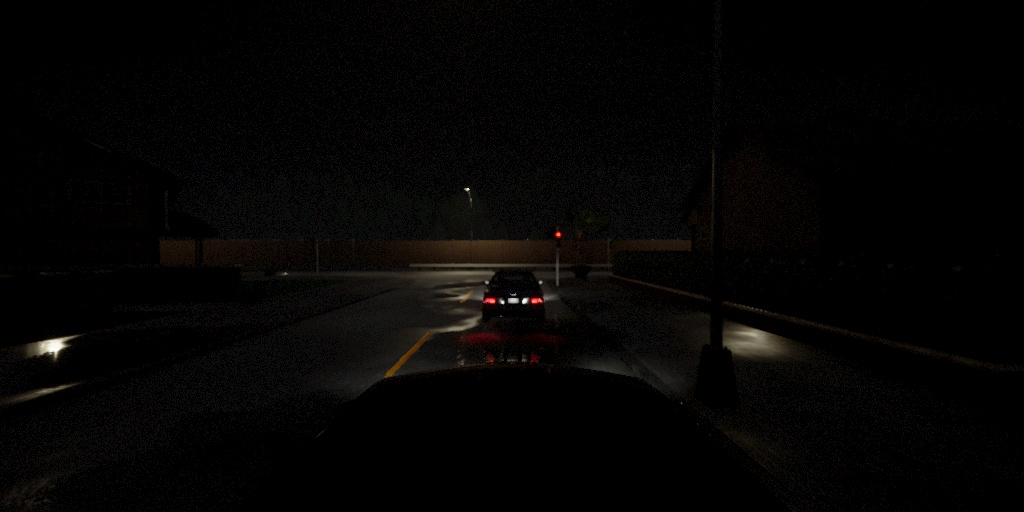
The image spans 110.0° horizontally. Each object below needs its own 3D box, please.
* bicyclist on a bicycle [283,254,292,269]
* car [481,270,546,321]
[{"bbox_3d":[-23.986,0.577,38.337,0.582,1.620,1.656,0,1,0],"label":"bicyclist on a bicycle"},{"bbox_3d":[0.054,1.154,11.699,2.033,1.411,5.357,0,1,1],"label":"car"}]
